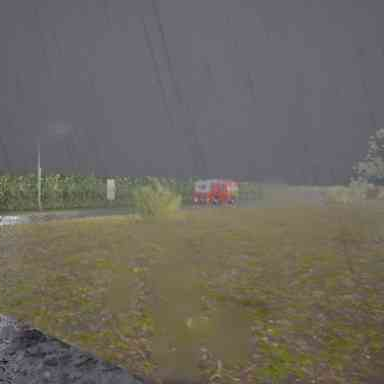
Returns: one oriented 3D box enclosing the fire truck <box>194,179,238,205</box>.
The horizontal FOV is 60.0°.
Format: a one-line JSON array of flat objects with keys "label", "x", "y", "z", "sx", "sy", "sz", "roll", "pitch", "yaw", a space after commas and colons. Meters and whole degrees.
[{"label": "fire truck", "x": 3.800, "y": -0.027, "z": 50.633, "sx": 2.891, "sy": 3.827, "sz": 8.468, "roll": 0, "pitch": 0, "yaw": 35}]
